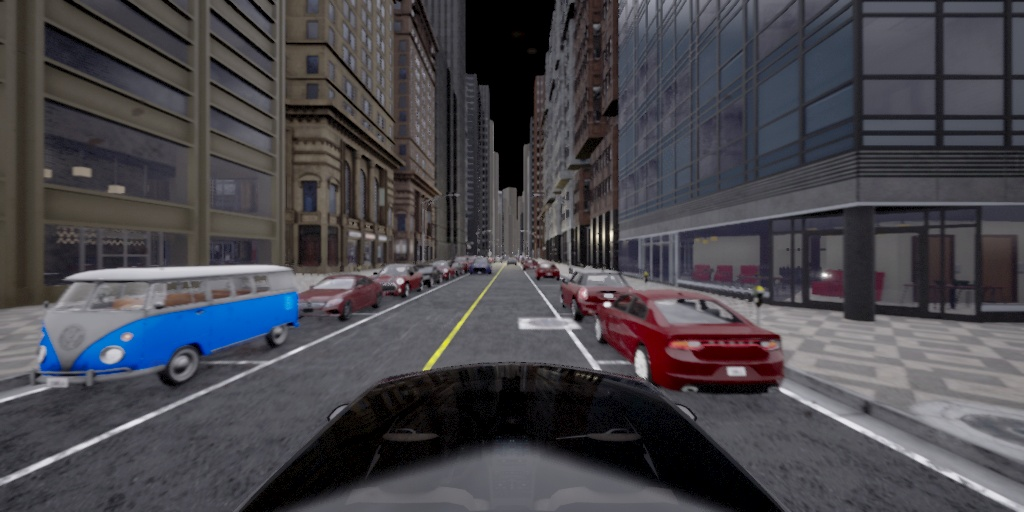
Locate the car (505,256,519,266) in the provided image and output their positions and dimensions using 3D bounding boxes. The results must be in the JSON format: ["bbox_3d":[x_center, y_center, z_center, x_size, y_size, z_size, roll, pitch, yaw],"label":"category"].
[{"bbox_3d":[0.019,1.153,65.504,1.895,1.301,4.718,0,0,0],"label":"car"}]

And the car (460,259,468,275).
[{"bbox_3d":[-5.753,1.207,34.651,1.948,1.339,4.313,0,0,0],"label":"car"}]

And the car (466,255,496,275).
[{"bbox_3d":[-3.080,0.987,36.362,2.097,1.767,4.553,0,0,0],"label":"car"}]

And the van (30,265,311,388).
[{"bbox_3d":[-5.761,1.074,6.643,1.690,1.789,3.998,0,0,0],"label":"van"}]

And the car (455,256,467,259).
[{"bbox_3d":[-5.751,0.938,40.253,2.192,1.841,5.009,0,0,0],"label":"car"}]

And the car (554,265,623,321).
[{"bbox_3d":[2.766,1.155,12.252,1.967,1.591,4.097,0,0,0],"label":"car"}]

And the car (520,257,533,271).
[{"bbox_3d":[2.364,1.132,45.713,1.812,1.442,4.674,0,0,0],"label":"car"}]

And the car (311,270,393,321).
[{"bbox_3d":[-5.759,1.297,12.244,1.802,1.307,4.207,0,0,0],"label":"car"}]

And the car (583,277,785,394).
[{"bbox_3d":[2.765,1.279,6.651,1.888,1.381,4.507,0,0,0],"label":"car"}]

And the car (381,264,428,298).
[{"bbox_3d":[-5.758,1.136,17.846,1.967,1.591,4.097,0,0,0],"label":"car"}]

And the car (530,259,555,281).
[{"bbox_3d":[2.771,1.205,29.058,1.888,1.381,4.507,0,0,0],"label":"car"}]

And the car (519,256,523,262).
[{"bbox_3d":[2.780,0.997,62.671,1.967,1.591,4.097,0,0,0],"label":"car"}]

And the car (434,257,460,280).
[{"bbox_3d":[-5.754,1.100,29.049,1.967,1.591,4.097,0,0,0],"label":"car"}]

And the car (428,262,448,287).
[{"bbox_3d":[-5.756,1.244,23.448,1.948,1.339,4.313,0,0,0],"label":"car"}]
